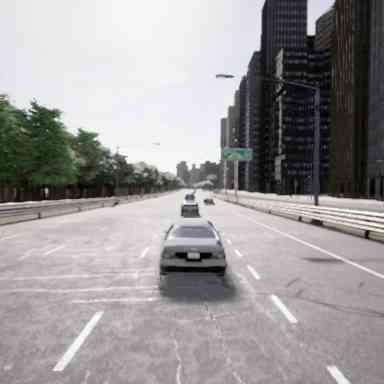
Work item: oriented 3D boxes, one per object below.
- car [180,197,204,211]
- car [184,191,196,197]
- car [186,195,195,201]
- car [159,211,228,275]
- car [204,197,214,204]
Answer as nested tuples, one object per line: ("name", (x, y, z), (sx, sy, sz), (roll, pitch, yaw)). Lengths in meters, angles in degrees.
("car", (-0.211, 1.572, 34.495), (2.128, 1.511, 4.902), (1, 0, -1))
("car", (-0.379, 1.312, 67.070), (2.150, 2.045, 5.566), (1, 0, 0))
("car", (-0.374, 1.577, 86.924), (2.033, 1.411, 5.357), (1, 0, 0))
("car", (0.017, 1.576, 10.488), (2.033, 1.411, 5.357), (1, 0, -1))
("car", (3.222, 1.624, 65.104), (2.128, 1.511, 4.902), (1, 0, 0))
